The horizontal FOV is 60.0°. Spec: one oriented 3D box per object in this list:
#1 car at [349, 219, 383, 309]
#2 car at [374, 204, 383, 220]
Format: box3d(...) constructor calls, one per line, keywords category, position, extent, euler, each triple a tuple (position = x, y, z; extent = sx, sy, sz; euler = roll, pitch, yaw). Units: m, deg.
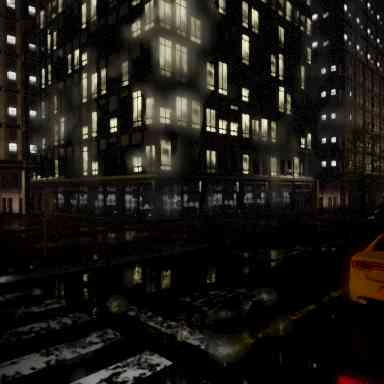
box3d(category="car", position=(5.055, 1.470, 7.070), extent=(1.882, 1.535, 5.008), euler=(0, 0, 45))
box3d(category="car", position=(15.563, 1.405, 25.652), extent=(1.967, 1.590, 4.097), euler=(-1, 0, 45))
